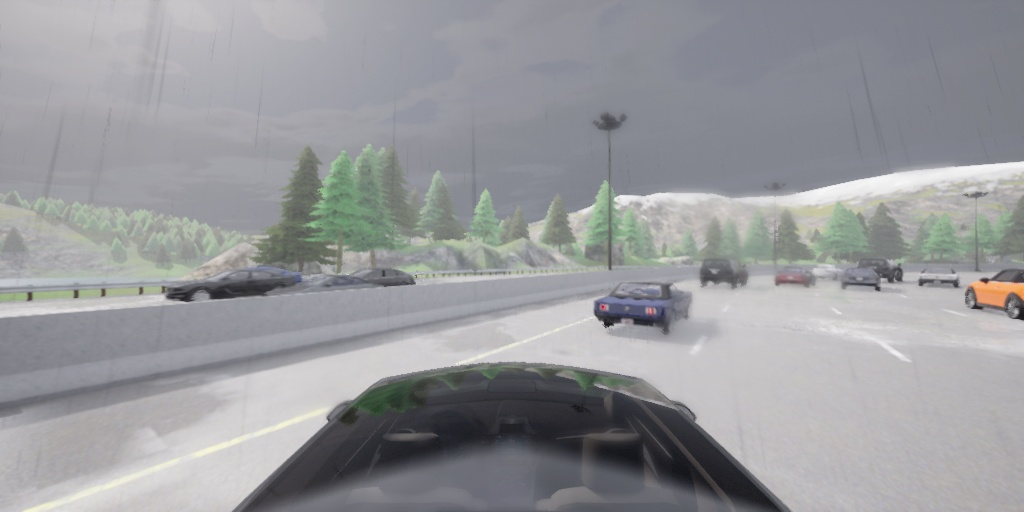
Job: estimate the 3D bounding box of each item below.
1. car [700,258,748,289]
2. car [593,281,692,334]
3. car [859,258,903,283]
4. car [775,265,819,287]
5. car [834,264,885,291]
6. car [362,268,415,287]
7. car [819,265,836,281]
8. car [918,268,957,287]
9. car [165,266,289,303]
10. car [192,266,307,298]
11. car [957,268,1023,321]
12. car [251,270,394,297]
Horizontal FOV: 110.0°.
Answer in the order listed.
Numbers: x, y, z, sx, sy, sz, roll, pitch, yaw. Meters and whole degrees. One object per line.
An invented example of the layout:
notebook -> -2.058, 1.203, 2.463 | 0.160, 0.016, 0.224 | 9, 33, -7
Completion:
car -> 15.167, 1.160, 25.609 | 2.150, 2.045, 5.566 | -1, 0, 42
car -> 4.255, 1.424, 11.095 | 1.895, 1.301, 4.718 | 0, -1, 35
car -> 31.607, 1.195, 30.853 | 5.566, 2.045, 2.150 | 0, -1, -35
car -> 20.856, 1.504, 26.392 | 4.181, 1.385, 1.994 | 0, -1, -45
car -> 23.186, 1.467, 23.842 | 5.357, 1.411, 2.033 | 0, -1, -44
car -> -7.450, 1.393, 19.087 | 1.837, 1.490, 4.892 | 0, -1, 35
car -> 29.504, 1.520, 33.558 | 4.674, 1.442, 1.812 | 0, 0, -35
car -> 31.605, 1.540, 26.520 | 4.718, 1.301, 1.895 | 0, -1, -38
car -> -13.105, 1.351, 17.125 | 1.882, 1.535, 5.008 | 0, -1, 35
car -> -14.883, 1.379, 20.684 | 1.882, 1.535, 5.008 | 0, -1, 35
car -> 17.917, 1.182, 12.264 | 2.097, 1.767, 4.553 | 0, -1, 36
car -> -6.990, 1.409, 13.649 | 1.994, 1.385, 4.181 | 0, -1, 35
